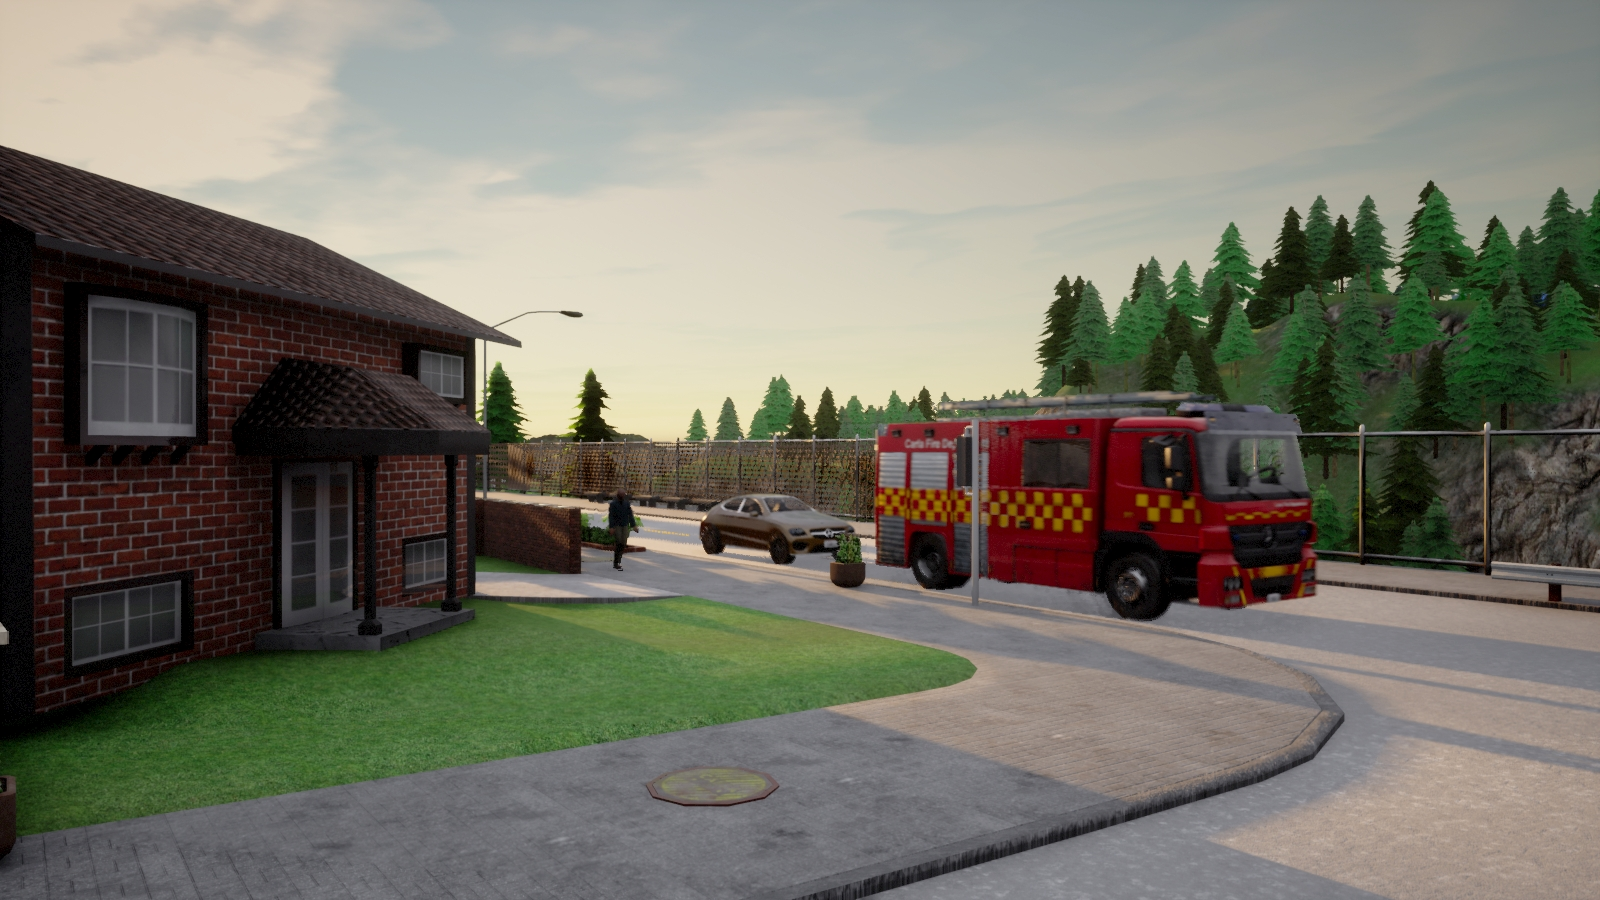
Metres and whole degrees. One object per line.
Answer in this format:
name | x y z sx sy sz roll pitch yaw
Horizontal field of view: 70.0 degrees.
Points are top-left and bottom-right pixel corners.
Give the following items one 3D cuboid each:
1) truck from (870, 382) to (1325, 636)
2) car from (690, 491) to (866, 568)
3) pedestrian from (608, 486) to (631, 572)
truck | 5.078 0.890 21.546 2.891 3.827 8.468 0 0 -35
car | -0.682 1.992 29.814 2.152 1.651 5.027 0 0 -35
pedestrian | -3.985 1.745 25.287 0.375 1.860 0.375 0 0 -35
